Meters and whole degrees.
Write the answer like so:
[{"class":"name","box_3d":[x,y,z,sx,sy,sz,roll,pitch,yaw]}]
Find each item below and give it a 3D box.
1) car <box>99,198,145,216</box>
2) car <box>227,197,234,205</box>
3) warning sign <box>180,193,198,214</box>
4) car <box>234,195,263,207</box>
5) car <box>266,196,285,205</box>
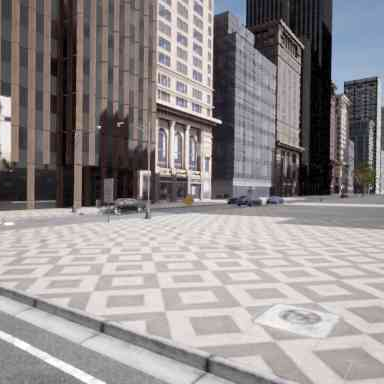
[{"class":"car","box_3d":[-6.599,1.364,31.820,2.128,1.511,4.902,1,1,35]},{"class":"car","box_3d":[6.993,1.344,50.892,1.994,1.385,4.181,1,1,36]},{"class":"warning sign","box_3d":[-0.267,1.077,30.695,1.300,1.860,1.060,1,1,35]},{"class":"car","box_3d":[8.344,1.192,47.474,2.097,1.767,4.553,1,1,36]},{"class":"car","box_3d":[13.947,1.362,55.478,1.994,1.385,4.181,1,1,35]}]
